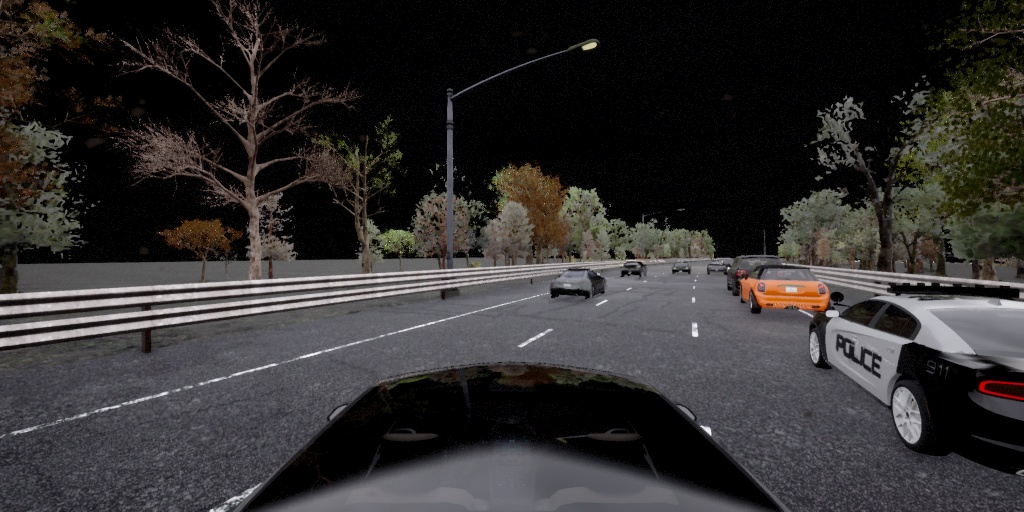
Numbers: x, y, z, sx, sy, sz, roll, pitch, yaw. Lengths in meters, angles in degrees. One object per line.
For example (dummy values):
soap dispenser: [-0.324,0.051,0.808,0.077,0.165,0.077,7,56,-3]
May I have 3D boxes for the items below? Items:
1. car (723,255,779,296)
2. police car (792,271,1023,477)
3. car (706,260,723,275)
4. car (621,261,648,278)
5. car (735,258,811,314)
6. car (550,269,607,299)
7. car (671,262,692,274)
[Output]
car: [12.647,0.978,18.754,2.150,2.045,5.566,0,0,27]
police car: [5.608,1.175,4.699,1.930,1.638,5.238,0,0,26]
car: [22.453,1.261,39.317,2.128,1.511,4.902,0,0,29]
car: [11.513,1.263,33.672,1.837,1.490,4.892,0,-1,28]
car: [9.934,1.102,13.421,2.097,1.767,4.553,0,0,27]
car: [3.443,1.315,18.149,1.994,1.385,4.181,0,0,27]
car: [19.342,1.370,40.798,1.895,1.301,4.718,0,0,29]
